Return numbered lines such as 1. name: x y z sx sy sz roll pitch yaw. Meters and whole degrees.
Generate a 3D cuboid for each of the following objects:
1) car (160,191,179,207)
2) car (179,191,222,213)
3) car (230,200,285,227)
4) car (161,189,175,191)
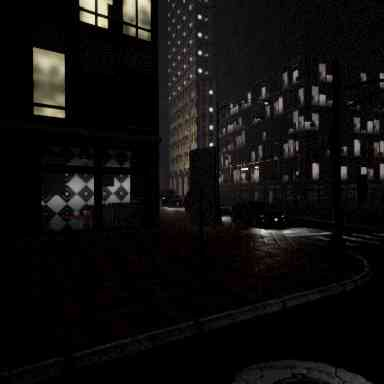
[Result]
1. car: -2.416 1.036 40.672 1.837 1.490 4.892 -1 1 -18
2. car: 0.886 0.894 30.947 2.150 2.045 5.566 -1 1 -19
3. car: 4.094 1.315 21.545 1.837 1.490 4.892 -1 1 -19
4. car: -4.068 0.536 54.633 2.150 2.045 5.566 -1 1 -18
